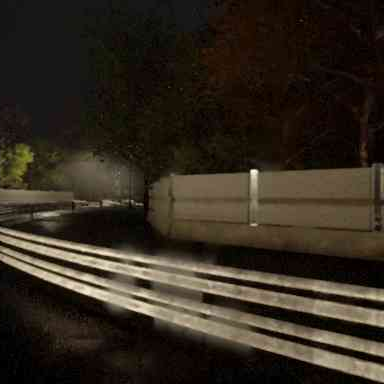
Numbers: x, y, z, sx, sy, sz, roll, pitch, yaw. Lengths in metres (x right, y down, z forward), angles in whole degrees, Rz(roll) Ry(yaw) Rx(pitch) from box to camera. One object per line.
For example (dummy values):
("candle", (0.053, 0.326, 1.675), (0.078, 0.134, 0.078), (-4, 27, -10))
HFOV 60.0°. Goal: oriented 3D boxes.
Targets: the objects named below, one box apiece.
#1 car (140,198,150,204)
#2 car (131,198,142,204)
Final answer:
("car", (-12.934, 2.525, 92.095), (1.812, 1.442, 4.674), (0, -1, 5))
("car", (-13.774, 2.195, 81.819), (1.882, 1.535, 5.008), (0, -1, 5))
